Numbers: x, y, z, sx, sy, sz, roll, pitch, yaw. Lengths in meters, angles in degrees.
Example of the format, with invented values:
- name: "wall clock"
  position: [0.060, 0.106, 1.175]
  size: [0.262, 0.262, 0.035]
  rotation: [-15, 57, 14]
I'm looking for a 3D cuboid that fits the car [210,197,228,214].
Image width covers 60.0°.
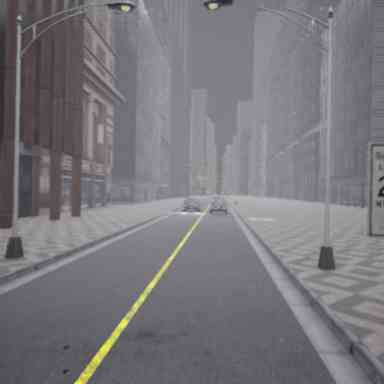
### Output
- name: "car"
  position: [2.898, 1.590, 36.049]
  size: [2.033, 1.411, 5.357]
  rotation: [1, 0, 5]

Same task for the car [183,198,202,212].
- name: "car"
  position: [0.087, 1.496, 39.230]
  size: [1.837, 1.490, 4.892]
  rotation: [1, 0, 5]
